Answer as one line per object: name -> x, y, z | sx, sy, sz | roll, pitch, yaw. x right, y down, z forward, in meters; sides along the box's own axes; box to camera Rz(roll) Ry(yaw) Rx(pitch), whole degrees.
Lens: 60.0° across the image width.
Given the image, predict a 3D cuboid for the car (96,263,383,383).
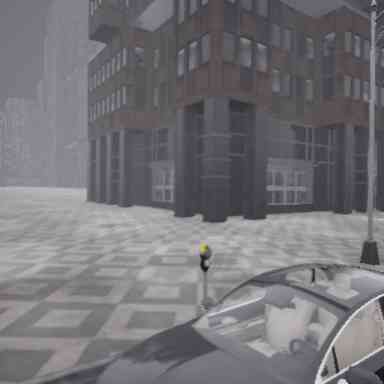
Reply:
car -> 1.198, 1.521, 3.353 | 4.403, 1.369, 2.008 | 0, 1, -34
